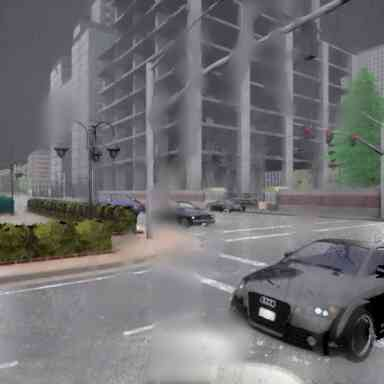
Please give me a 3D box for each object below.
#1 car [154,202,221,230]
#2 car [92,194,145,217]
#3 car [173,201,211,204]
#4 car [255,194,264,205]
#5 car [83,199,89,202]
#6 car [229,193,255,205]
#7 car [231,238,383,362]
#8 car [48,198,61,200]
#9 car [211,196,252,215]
[{"bbox_3d":[-0.613,1.545,21.002,1.895,1.301,4.718,0,0,-36],"label":"car"},{"bbox_3d":[-6.581,1.167,29.216,2.150,2.045,5.566,0,0,-36],"label":"car"},{"bbox_3d":[-0.807,1.470,27.224,1.812,1.442,4.674,0,0,-36],"label":"car"},{"bbox_3d":[9.500,1.114,52.377,1.905,1.878,3.866,0,0,-36],"label":"car"},{"bbox_3d":[-12.773,1.492,43.706,2.033,1.411,5.357,0,0,-36],"label":"car"},{"bbox_3d":[7.110,1.114,50.663,1.905,1.878,3.866,0,0,-36],"label":"car"},{"bbox_3d":[2.695,1.565,5.923,4.181,1.385,1.994,0,0,-36],"label":"car"},{"bbox_3d":[-19.431,1.492,46.967,2.033,1.411,5.357,0,0,-36],"label":"car"},{"bbox_3d":[3.324,1.436,33.732,2.128,1.511,4.902,0,0,-36],"label":"car"}]
